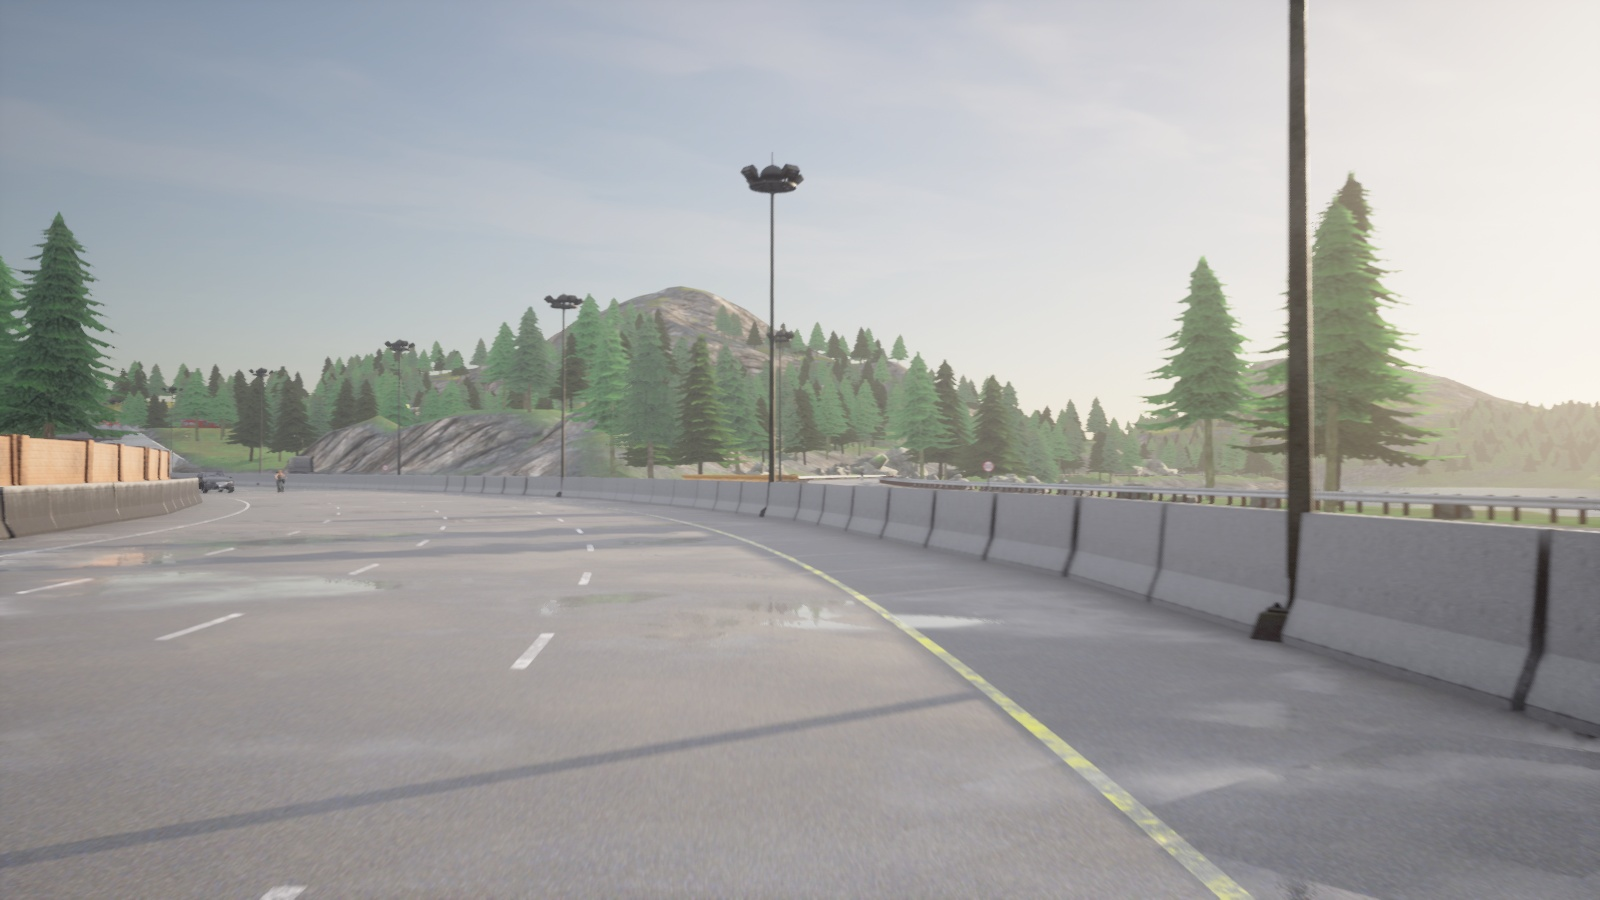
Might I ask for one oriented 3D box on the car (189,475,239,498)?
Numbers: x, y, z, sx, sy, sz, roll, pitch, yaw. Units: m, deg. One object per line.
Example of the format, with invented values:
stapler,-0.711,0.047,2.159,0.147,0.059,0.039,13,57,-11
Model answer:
car,-39.669,2.445,84.953,2.128,1.511,4.902,0,-1,-37
